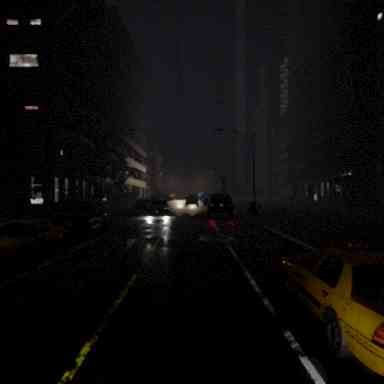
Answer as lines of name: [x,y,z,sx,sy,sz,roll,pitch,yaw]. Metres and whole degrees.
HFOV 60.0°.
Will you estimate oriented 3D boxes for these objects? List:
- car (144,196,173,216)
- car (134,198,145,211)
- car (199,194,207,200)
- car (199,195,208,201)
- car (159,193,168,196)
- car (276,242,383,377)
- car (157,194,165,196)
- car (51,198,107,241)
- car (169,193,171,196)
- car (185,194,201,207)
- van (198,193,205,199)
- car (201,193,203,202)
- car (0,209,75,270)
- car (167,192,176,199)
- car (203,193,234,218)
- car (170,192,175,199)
car: [-3.106,1.428,31.682,1.812,1.442,4.674,0,0,0]
car: [-5.688,1.425,38.951,1.887,1.381,4.507,1,0,0]
car: [2.682,1.277,83.678,1.752,1.417,4.829,1,0,0]
car: [2.683,1.350,77.939,1.802,1.307,4.206,1,0,0]
car: [-5.692,1.382,55.660,2.008,1.369,4.403,1,0,0]
car: [2.700,1.507,5.705,1.752,1.417,4.829,1,0,0]
car: [-5.691,1.413,50.090,1.947,1.339,4.313,1,0,0]
car: [-5.679,1.263,16.672,2.192,1.841,5.009,1,0,0]
car: [-5.694,1.326,66.629,1.752,1.417,4.829,1,0,0]
car: [-0.009,1.357,48.703,1.837,1.490,4.892,0,0,0]
van: [2.682,1.063,94.649,1.690,1.788,3.998,1,0,0]
car: [2.691,1.287,50.091,1.967,1.590,4.097,1,0,0]
car: [-5.681,1.491,10.933,1.752,1.417,4.829,1,0,0]
car: [-5.698,1.037,94.647,2.192,1.841,5.009,1,0,0]
car: [2.387,1.136,29.526,2.150,2.045,5.566,0,0,0]
car: [-5.697,1.319,77.937,2.008,1.369,4.403,1,0,0]
